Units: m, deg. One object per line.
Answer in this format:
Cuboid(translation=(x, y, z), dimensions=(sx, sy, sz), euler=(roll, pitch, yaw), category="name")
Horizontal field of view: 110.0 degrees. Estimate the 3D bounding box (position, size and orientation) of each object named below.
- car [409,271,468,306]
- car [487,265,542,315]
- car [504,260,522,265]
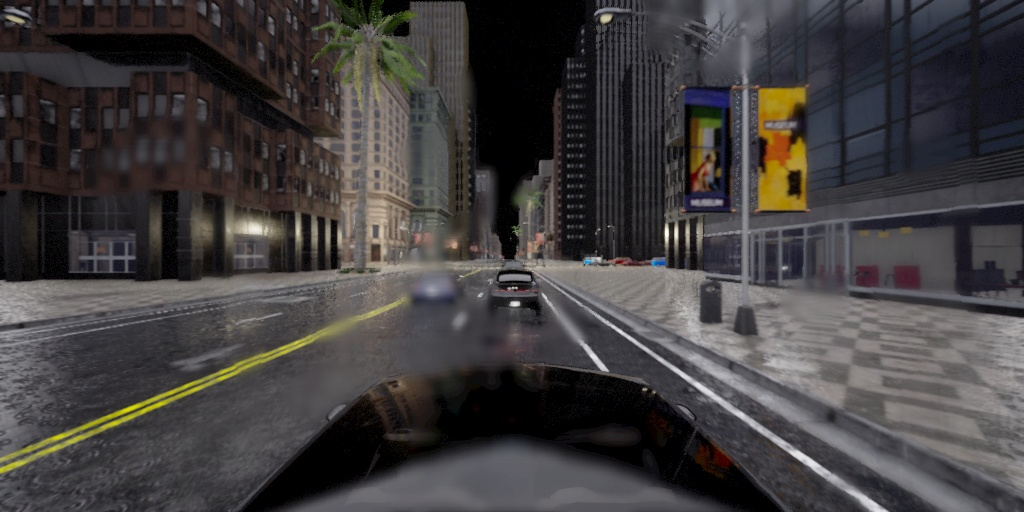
Cuboid(translation=(-3.144, 1.341, 16.080), dimensions=(1.994, 1.385, 4.181), euler=(0, 0, 0), category="car")
Cuboid(translation=(0.106, 1.278, 13.802), dimensions=(1.837, 1.490, 4.892), euler=(0, 0, 0), category="car")
Cuboid(translation=(0.115, 1.160, 31.576), dimensions=(2.097, 1.767, 4.553), euler=(0, 0, 0), category="car")
